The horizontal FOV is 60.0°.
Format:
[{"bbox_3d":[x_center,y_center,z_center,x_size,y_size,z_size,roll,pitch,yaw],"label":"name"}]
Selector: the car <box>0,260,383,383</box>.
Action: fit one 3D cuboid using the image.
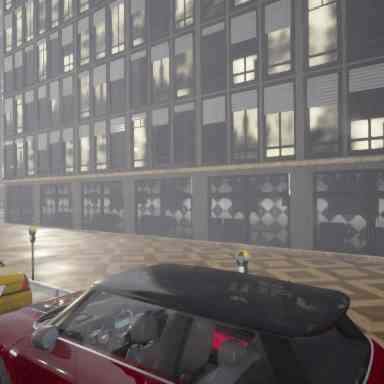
[{"bbox_3d":[-0.368,1.441,3.157,4.097,1.590,1.967,0,-1,36],"label":"car"}]
